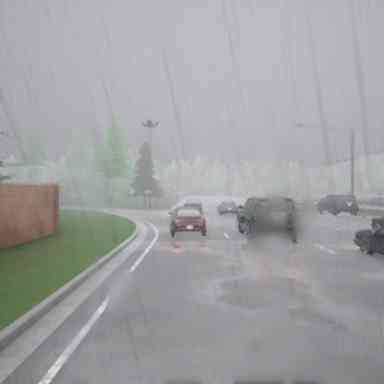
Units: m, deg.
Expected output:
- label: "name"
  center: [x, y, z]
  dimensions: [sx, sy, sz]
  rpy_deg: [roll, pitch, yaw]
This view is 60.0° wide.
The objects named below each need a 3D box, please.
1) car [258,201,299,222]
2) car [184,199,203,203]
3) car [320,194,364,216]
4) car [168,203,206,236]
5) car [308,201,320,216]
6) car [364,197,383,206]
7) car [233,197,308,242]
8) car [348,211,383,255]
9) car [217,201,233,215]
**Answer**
- label: "car"
  center: [7.131, 1.570, 27.968]
  dimensions: [2.033, 1.411, 5.357]
  rpy_deg: [0, 0, 0]
- label: "car"
  center: [0.139, 1.506, 34.992]
  dimensions: [1.882, 1.535, 5.008]
  rpy_deg: [0, 0, 0]
- label: "car"
  center: [14.136, 1.248, 32.537]
  dimensions: [2.150, 2.045, 5.566]
  rpy_deg: [0, 0, 0]
- label: "car"
  center: [-0.317, 1.541, 18.467]
  dimensions: [1.812, 1.442, 4.674]
  rpy_deg: [0, 0, -5]
- label: "car"
  center: [10.637, 1.518, 33.393]
  dimensions: [2.128, 1.511, 4.902]
  rpy_deg: [0, 0, 0]
- label: "car"
  center: [29.105, 1.568, 52.592]
  dimensions: [4.674, 1.442, 1.812]
  rpy_deg: [0, 0, 33]
- label: "car"
  center: [3.619, 1.235, 16.500]
  dimensions: [2.150, 2.045, 5.566]
  rpy_deg: [0, 0, 0]
- label: "car"
  center: [7.112, 1.556, 10.311]
  dimensions: [2.033, 1.411, 5.357]
  rpy_deg: [0, 0, 0]
- label: "car"
  center: [3.637, 1.591, 33.937]
  dimensions: [1.994, 1.385, 4.181]
  rpy_deg: [0, 0, 0]
